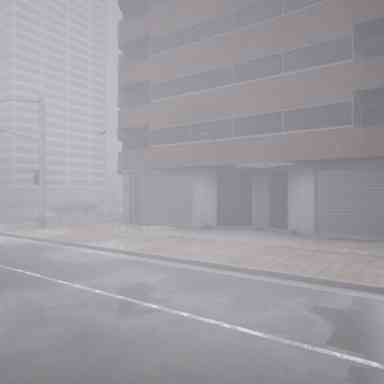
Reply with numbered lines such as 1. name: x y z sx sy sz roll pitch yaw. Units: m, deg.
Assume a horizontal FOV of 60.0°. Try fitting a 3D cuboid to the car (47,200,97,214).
1. car: -12.967 1.547 36.498 2.033 1.411 5.357 0 0 35
